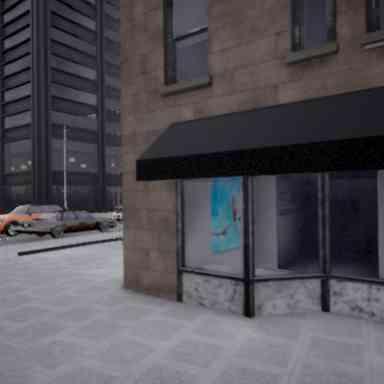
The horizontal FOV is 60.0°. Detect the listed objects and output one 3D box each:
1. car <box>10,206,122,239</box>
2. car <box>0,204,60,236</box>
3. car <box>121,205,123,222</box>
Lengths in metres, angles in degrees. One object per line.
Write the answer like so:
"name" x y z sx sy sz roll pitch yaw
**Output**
"car" -6.795 1.695 18.579 2.033 1.411 5.357 -1 0 35
"car" -9.714 1.554 19.827 2.097 1.767 4.553 -1 0 35
"car" -4.042 1.389 27.812 2.150 2.045 5.566 -1 0 36
